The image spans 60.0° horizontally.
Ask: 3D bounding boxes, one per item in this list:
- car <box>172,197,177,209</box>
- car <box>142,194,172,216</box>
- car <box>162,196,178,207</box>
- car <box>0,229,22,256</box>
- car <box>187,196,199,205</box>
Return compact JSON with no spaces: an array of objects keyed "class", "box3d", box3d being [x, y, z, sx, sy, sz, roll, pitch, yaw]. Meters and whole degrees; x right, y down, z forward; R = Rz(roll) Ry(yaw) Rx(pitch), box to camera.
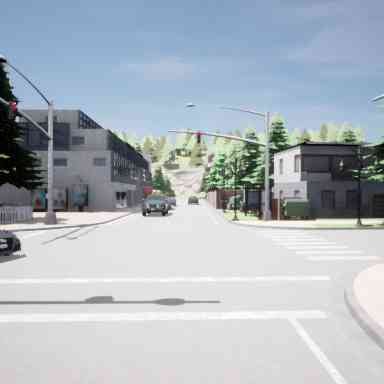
[{"class":"car","box3d":[-3.499,1.491,42.724,2.128,1.511,4.902,0,0,0]},{"class":"car","box3d":[-3.525,1.221,32.674,2.150,2.045,5.566,0,0,0]},{"class":"car","box3d":[-3.459,1.491,52.992,2.128,1.511,4.902,0,0,0]},{"class":"car","box3d":[-7.990,1.574,11.258,4.181,1.385,1.994,0,0,14]},{"class":"car","box3d":[0.239,1.505,59.528,1.837,1.490,4.892,0,0,0]}]
